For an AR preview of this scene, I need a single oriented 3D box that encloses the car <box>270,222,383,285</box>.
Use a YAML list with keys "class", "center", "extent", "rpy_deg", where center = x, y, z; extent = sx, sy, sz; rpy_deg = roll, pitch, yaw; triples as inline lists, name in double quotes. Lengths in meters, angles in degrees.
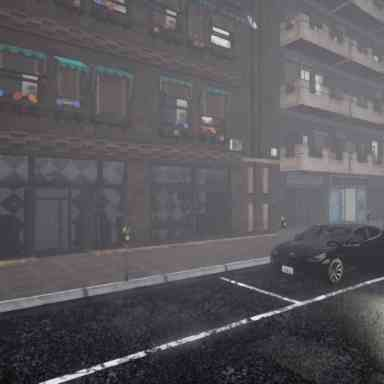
- class: "car"
  center: [4.150, 1.566, 9.542]
  extent: [4.313, 1.339, 1.947]
  rpy_deg: [0, 0, -36]
